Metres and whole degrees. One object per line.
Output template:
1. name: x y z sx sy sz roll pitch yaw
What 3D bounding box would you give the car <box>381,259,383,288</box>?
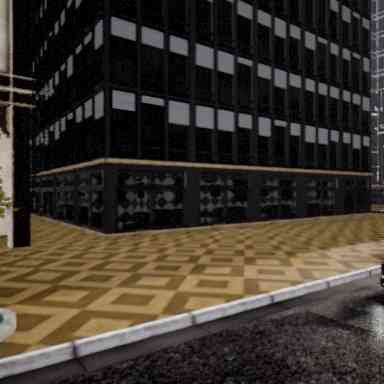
1. car: 6.370 1.559 7.924 4.902 1.511 2.128 1 0 -35
